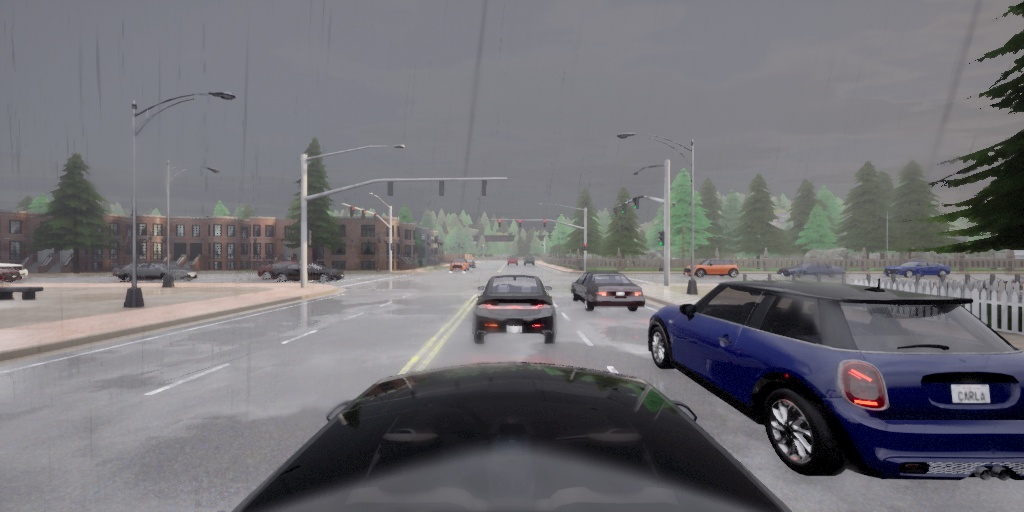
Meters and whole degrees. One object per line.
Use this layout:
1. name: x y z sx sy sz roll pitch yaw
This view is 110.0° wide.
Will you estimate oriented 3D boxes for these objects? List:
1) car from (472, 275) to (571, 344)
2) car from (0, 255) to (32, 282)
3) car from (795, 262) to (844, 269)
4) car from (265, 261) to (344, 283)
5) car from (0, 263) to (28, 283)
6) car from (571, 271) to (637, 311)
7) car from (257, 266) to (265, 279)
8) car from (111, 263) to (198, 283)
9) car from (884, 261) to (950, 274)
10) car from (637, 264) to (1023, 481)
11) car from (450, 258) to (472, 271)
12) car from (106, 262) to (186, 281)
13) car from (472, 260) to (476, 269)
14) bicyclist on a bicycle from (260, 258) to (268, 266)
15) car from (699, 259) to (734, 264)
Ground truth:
1. car: 0.075 1.242 9.533 2.128 1.511 4.902 0 0 1
2. car: -42.184 0.971 27.873 5.566 2.045 2.150 0 0 -21
3. car: 28.285 1.297 33.921 5.357 1.411 2.033 0 0 1
4. car: -15.431 1.228 27.241 5.008 1.535 1.882 0 0 0
5. car: -38.608 1.228 25.370 5.008 1.535 1.882 0 0 -17
6. car: 3.604 1.297 14.361 2.033 1.411 5.357 0 0 0
7. car: -18.923 1.228 30.698 5.008 1.535 1.882 0 0 -1
8. car: -26.623 1.242 27.028 4.902 1.511 2.128 0 0 -2
9. car: 38.162 1.228 33.890 5.008 1.535 1.882 0 0 0
10. car: 3.607 1.102 4.943 2.097 1.767 4.553 0 0 0
11. car: -7.021 1.102 48.325 2.097 1.767 4.553 0 0 0
12. car: -30.788 1.275 30.281 4.674 1.442 1.812 0 0 -5
13. car: -6.994 1.276 58.258 1.812 1.442 4.674 0 0 1
14. bicyclist on a bicycle: -28.753 1.053 41.650 0.582 1.620 1.656 0 0 -1
15. car: 18.760 1.102 33.950 4.553 1.767 2.097 0 0 0
